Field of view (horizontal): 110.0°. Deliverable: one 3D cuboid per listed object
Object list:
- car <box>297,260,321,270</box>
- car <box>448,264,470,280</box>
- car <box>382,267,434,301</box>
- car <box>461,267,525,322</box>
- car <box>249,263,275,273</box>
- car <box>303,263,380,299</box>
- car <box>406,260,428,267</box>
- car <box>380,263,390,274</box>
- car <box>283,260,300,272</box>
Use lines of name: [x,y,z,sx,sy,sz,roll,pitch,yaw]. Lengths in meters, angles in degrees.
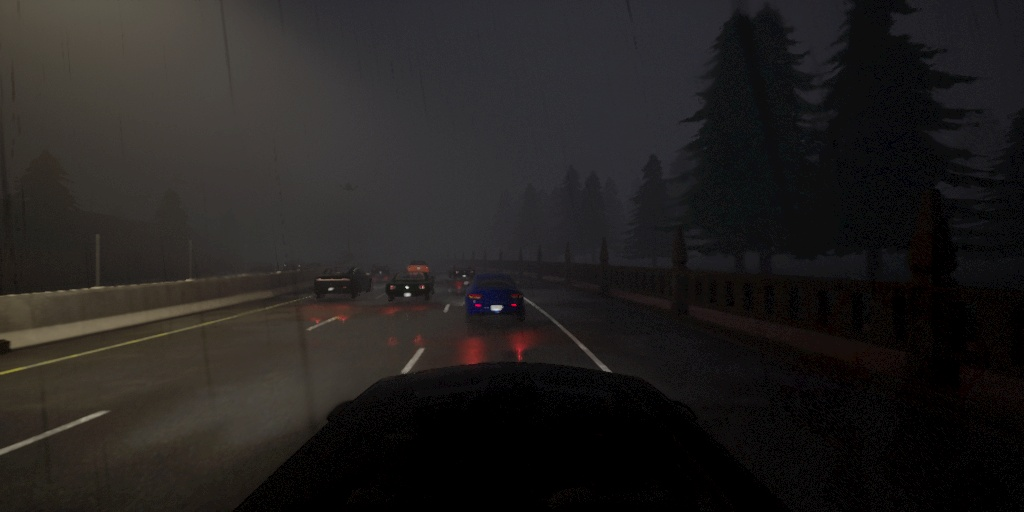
car: [-23.057,1.437,41.807,2.033,1.411,5.357,0,0,-21]
car: [-4.645,1.405,32.354,1.895,1.301,4.718,0,0,-16]
car: [-4.862,1.389,17.722,1.895,1.301,4.718,0,0,-9]
car: [-0.675,1.291,12.345,1.812,1.442,4.674,0,0,-6]
car: [-32.520,1.534,46.771,1.895,1.301,4.718,0,0,-21]
car: [-8.605,1.296,18.613,2.128,1.511,4.902,0,0,-10]
car: [-9.420,1.179,35.582,2.097,1.767,4.553,0,0,-18]
car: [-14.681,1.454,39.994,1.895,1.301,4.718,0,0,-21]
car: [-29.553,1.275,48.782,2.097,1.767,4.553,0,0,-21]
